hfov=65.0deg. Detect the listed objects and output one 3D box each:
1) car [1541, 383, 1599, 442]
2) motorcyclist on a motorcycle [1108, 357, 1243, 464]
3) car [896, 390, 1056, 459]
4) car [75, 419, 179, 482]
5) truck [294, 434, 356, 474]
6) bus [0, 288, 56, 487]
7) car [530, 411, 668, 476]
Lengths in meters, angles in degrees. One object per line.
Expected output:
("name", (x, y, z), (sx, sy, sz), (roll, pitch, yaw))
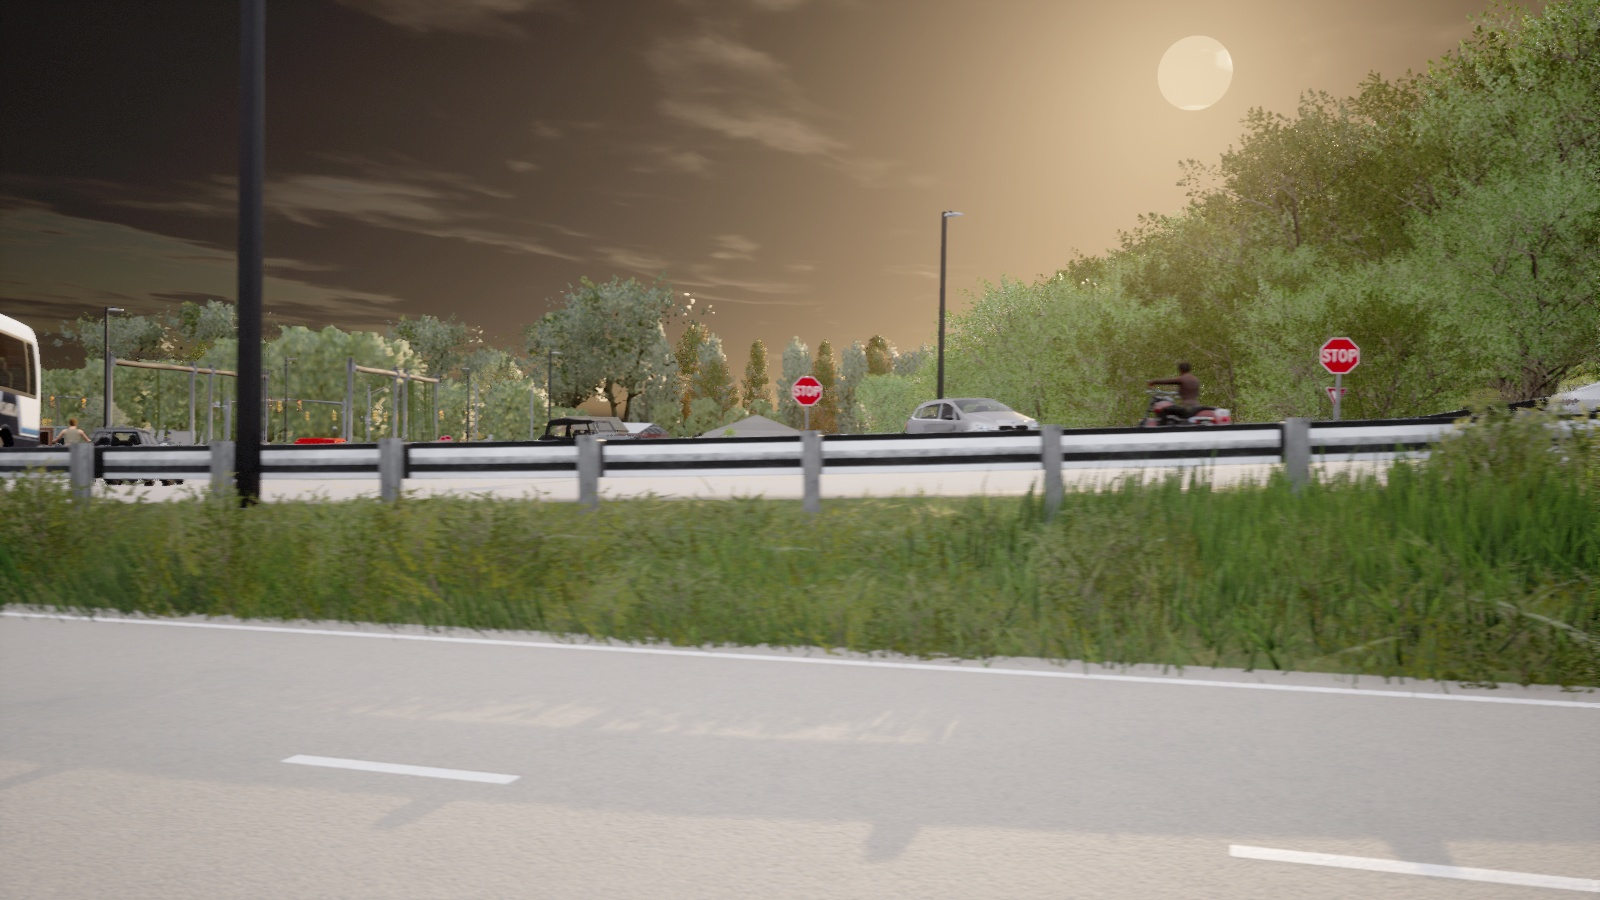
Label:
("car", (21.485, -0.987, 31.506), (4.674, 1.442, 1.812), (-1, 0, 18))
("motorcyclist on a motorcycle", (6.259, -0.612, 21.097), (0.766, 1.649, 2.350), (3, -2, -25))
("car", (4.627, -0.638, 33.763), (2.242, 1.667, 4.611), (-2, 0, -22))
("car", (-20.988, 0.065, 39.353), (1.932, 1.855, 4.605), (1, -1, -17))
("truck", (-30.528, 0.250, 80.830), (2.627, 2.467, 5.204), (1, 0, -9))
("bus", (-18.888, -1.464, 25.559), (3.944, 4.253, 10.273), (2, -3, -17))
("car", (-6.463, -0.201, 40.430), (3.866, 1.878, 1.905), (-2, 0, 19))
